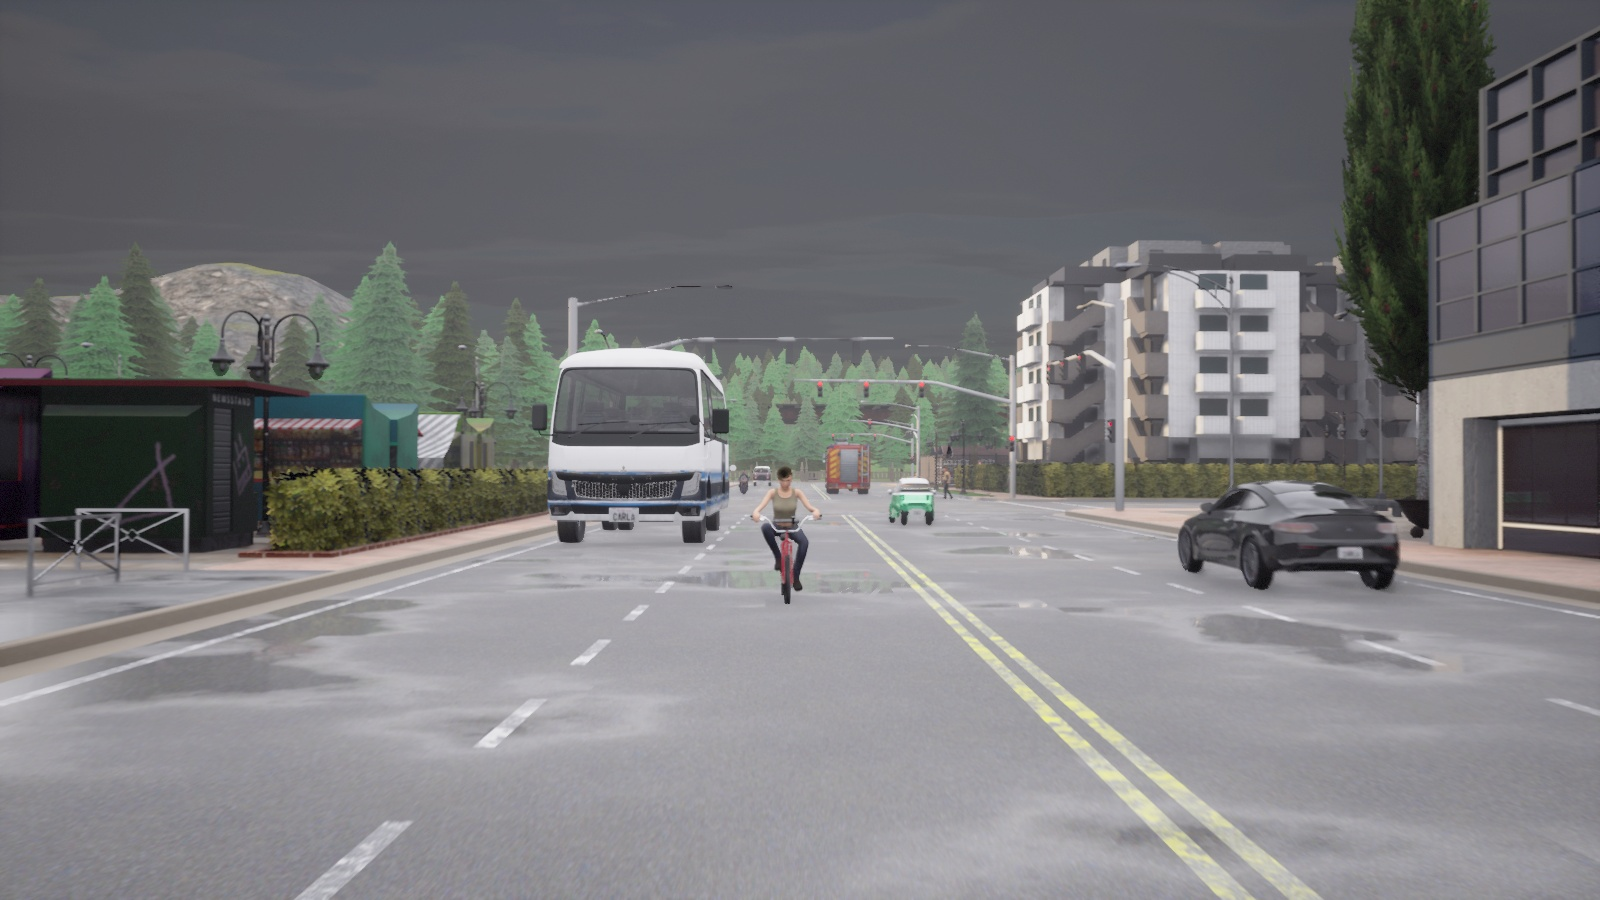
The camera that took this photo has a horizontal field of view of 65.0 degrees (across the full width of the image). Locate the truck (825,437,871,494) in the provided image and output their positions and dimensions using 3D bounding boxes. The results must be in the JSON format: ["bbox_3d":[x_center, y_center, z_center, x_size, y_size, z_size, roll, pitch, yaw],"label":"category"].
[{"bbox_3d":[3.285,1.116,88.387,2.891,3.827,8.468,0,-1,0],"label":"truck"}]

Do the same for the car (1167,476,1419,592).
[{"bbox_3d":[6.956,1.119,18.322,1.812,1.442,4.674,0,-1,0],"label":"car"}]

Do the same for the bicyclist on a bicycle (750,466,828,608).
[{"bbox_3d":[-0.155,1.006,15.156,0.866,1.612,1.509,0,-1,-3],"label":"bicyclist on a bicycle"}]

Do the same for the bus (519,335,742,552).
[{"bbox_3d":[-3.576,-0.048,29.873,3.944,4.253,10.273,0,-1,0],"label":"bus"}]

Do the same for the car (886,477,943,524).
[{"bbox_3d":[3.409,1.488,37.681,1.481,1.376,2.207,0,-1,0],"label":"car"}]
